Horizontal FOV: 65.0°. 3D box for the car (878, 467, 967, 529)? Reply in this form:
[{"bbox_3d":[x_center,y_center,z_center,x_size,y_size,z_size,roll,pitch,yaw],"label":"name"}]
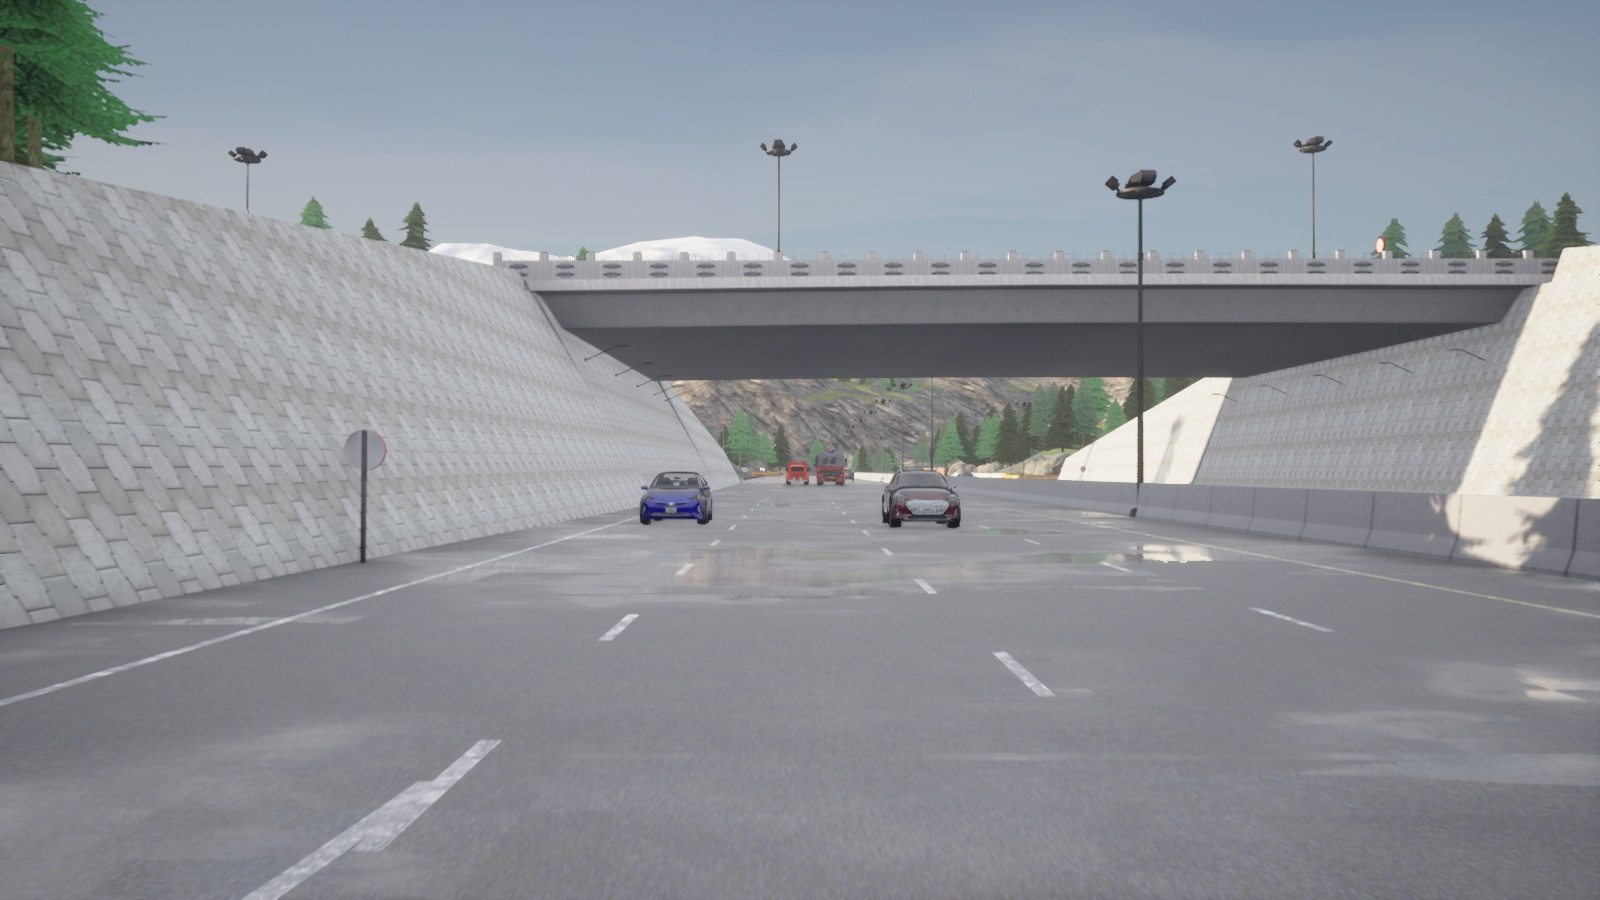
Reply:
[{"bbox_3d":[3.416,1.320,35.890,2.033,1.649,4.856,0,-1,0],"label":"car"}]

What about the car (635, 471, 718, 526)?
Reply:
[{"bbox_3d":[-3.587,1.386,37.205,2.007,1.525,4.514,0,-1,0],"label":"car"}]
